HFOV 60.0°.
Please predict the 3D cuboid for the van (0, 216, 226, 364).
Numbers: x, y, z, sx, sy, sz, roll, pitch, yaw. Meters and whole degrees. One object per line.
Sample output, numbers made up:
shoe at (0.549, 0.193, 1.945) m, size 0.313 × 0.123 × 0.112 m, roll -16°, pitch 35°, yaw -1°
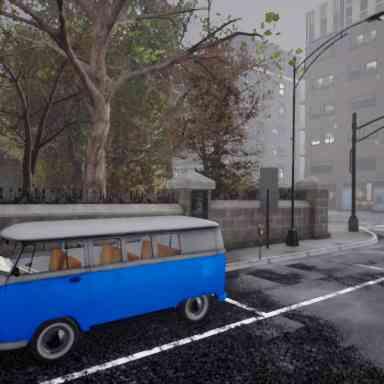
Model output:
van at (-1.276, 1.342, 5.581) m, size 3.998 × 1.788 × 1.690 m, roll 0°, pitch 1°, yaw -35°
